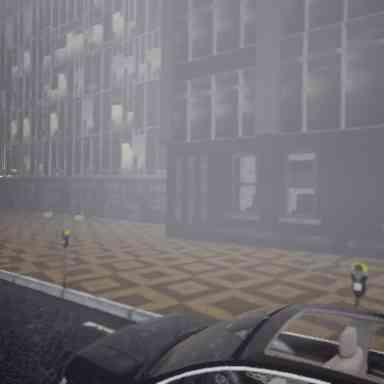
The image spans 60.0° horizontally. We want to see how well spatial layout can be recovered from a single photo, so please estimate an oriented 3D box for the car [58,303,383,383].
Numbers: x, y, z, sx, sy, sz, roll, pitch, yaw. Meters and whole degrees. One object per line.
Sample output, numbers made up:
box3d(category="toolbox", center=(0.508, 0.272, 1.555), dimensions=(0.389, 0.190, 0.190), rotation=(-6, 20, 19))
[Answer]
box3d(category="car", center=(0.809, 1.549, 2.283), dimensions=(4.403, 1.369, 2.008), rotation=(0, 1, 36))
